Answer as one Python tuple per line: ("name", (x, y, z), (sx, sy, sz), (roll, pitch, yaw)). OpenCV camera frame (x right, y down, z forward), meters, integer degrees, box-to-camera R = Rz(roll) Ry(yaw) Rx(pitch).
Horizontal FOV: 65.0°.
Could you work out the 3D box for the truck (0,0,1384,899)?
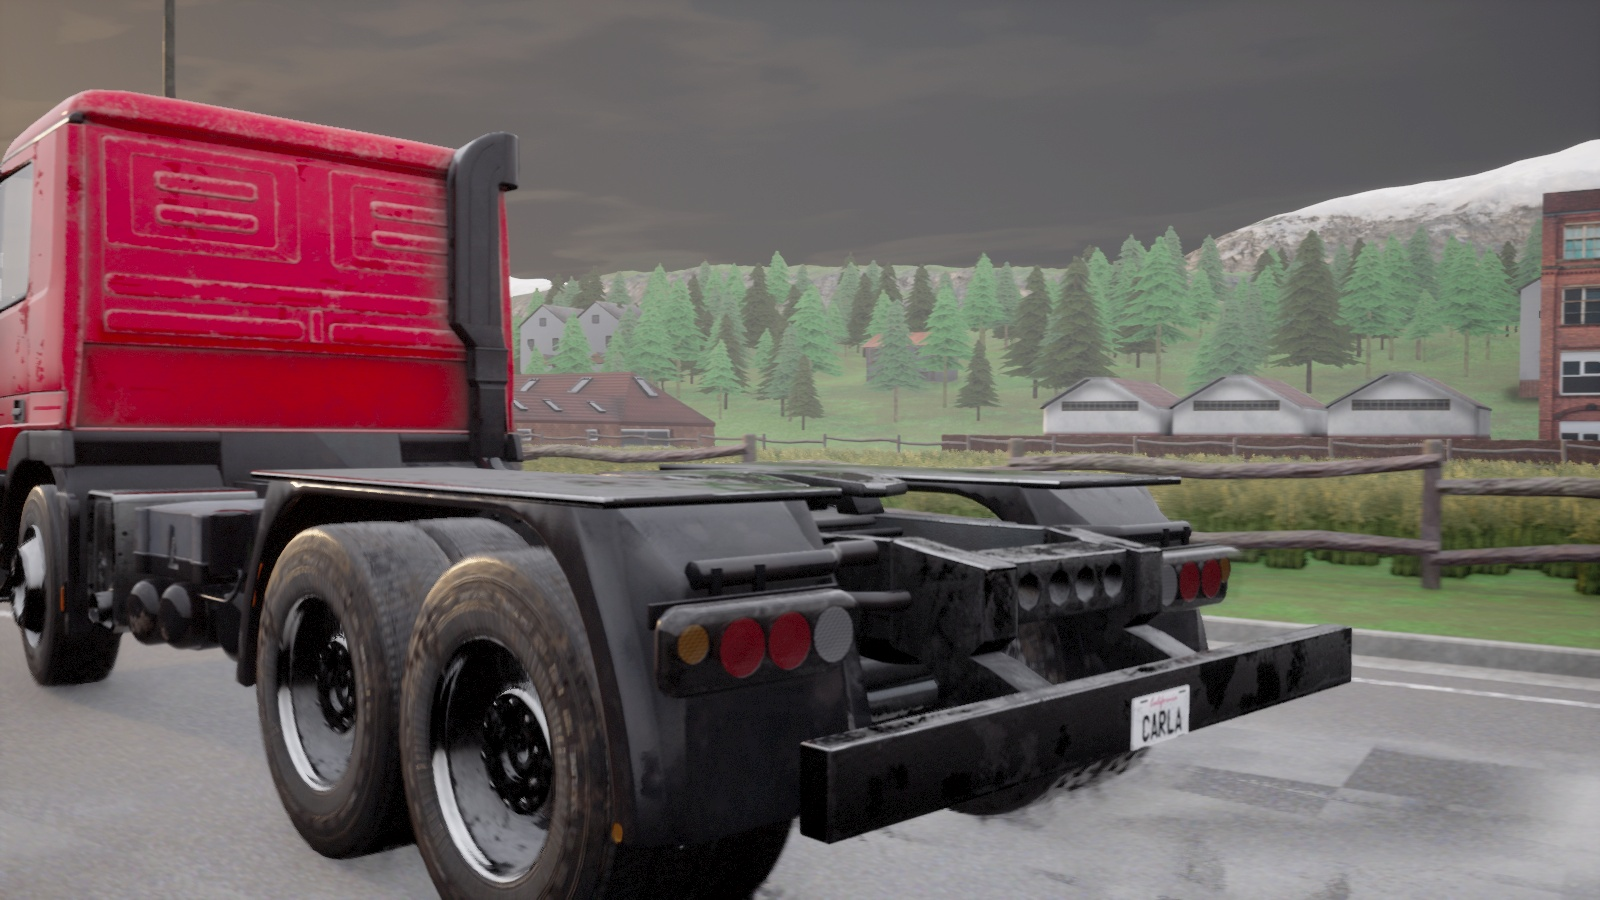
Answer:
("truck", (-1.715, -0.322, 6.338), (2.891, 3.462, 7.936), (-1, 1, -44))
